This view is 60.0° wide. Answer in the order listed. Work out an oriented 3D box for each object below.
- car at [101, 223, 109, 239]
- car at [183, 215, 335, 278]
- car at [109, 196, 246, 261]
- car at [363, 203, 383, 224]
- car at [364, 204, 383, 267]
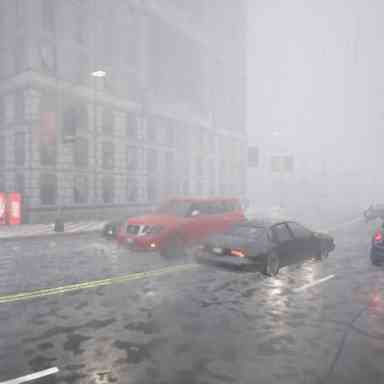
[{"bbox_3d":[-2.132,1.551,15.779,1.994,1.385,4.181,0,0,44],"label":"car"},{"bbox_3d":[2.453,1.541,10.249,5.357,1.411,2.033,0,0,-44],"label":"car"},{"bbox_3d":[-0.094,1.211,12.809,2.150,2.045,5.566,0,0,44],"label":"car"},{"bbox_3d":[14.421,1.588,25.136,1.895,1.301,4.718,0,0,37],"label":"car"},{"bbox_3d":[7.323,1.348,10.570,2.097,1.767,4.553,0,0,42],"label":"car"}]
